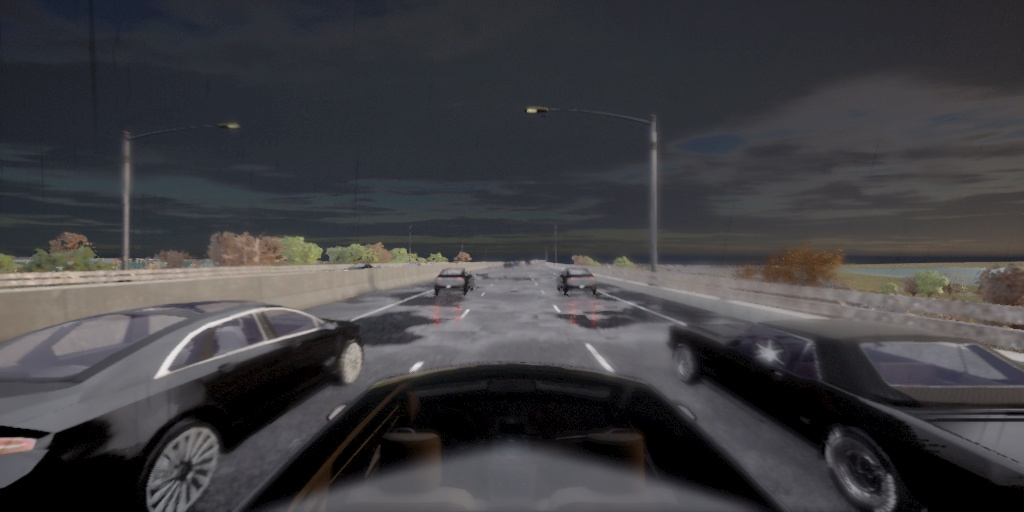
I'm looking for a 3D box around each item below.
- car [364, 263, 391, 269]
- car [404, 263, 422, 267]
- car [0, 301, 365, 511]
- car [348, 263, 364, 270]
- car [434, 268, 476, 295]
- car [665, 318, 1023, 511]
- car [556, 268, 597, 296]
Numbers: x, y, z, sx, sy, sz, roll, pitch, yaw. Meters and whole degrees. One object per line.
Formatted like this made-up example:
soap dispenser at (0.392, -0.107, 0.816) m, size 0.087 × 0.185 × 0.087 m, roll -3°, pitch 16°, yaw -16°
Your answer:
car at (-16.975, 1.806, 46.615) m, size 1.895 × 1.301 × 4.718 m, roll 0°, pitch -1°, yaw 2°
car at (-13.408, 1.712, 48.800) m, size 1.882 × 1.535 × 5.008 m, roll 0°, pitch -1°, yaw 2°
car at (-3.391, 1.261, 4.142) m, size 2.128 × 1.511 × 4.902 m, roll 0°, pitch -1°, yaw 0°
car at (-20.409, 1.704, 48.774) m, size 1.882 × 1.535 × 5.008 m, roll 0°, pitch -1°, yaw 2°
car at (-3.282, 1.429, 21.161) m, size 2.128 × 1.511 × 4.902 m, roll 0°, pitch -1°, yaw 1°
car at (3.606, 1.376, 4.165) m, size 1.895 × 1.301 × 4.718 m, roll 0°, pitch -1°, yaw 0°
car at (3.719, 1.435, 21.193) m, size 2.128 × 1.511 × 4.902 m, roll 0°, pitch -1°, yaw 1°
